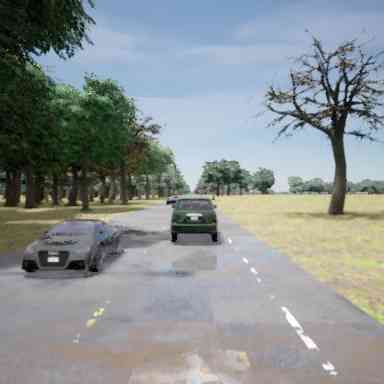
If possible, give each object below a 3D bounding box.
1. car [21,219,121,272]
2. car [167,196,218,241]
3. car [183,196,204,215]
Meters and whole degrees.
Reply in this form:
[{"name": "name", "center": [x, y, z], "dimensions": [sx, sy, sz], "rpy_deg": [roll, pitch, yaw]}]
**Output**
[{"name": "car", "center": [-3.594, 1.571, 10.619], "dimensions": [1.994, 1.385, 4.181], "rpy_deg": [0, 0, 0]}, {"name": "car", "center": [0.121, 1.232, 17.001], "dimensions": [2.150, 2.045, 5.566], "rpy_deg": [0, 0, 0]}, {"name": "car", "center": [0.117, 1.366, 35.069], "dimensions": [2.097, 1.767, 4.553], "rpy_deg": [0, 0, 0]}]
